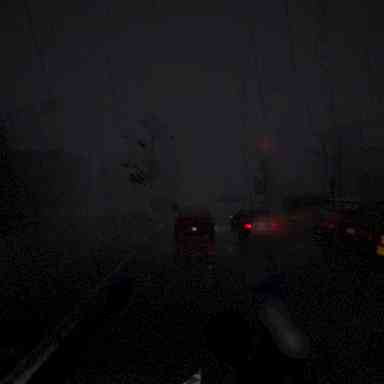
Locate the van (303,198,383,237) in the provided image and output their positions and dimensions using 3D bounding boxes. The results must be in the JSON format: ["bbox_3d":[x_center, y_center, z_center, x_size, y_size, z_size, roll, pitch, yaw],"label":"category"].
[{"bbox_3d":[7.969,1.281,16.125,4.442,1.987,1.878,1,0,-20],"label":"van"}]

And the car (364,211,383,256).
[{"bbox_3d":[8.247,1.497,10.268,5.366,1.575,1.946,1,0,-20],"label":"car"}]

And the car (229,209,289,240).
[{"bbox_3d":[3.105,1.567,17.201,2.033,1.411,5.357,0,0,0],"label":"car"}]

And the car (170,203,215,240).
[{"bbox_3d":[0.104,1.497,16.996,1.882,1.535,5.008,0,-1,0],"label":"car"}]

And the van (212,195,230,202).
[{"bbox_3d":[7.991,1.855,92.235,4.442,1.987,1.878,1,-1,-20],"label":"van"}]

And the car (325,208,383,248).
[{"bbox_3d":[8.100,1.533,13.198,4.792,1.488,2.163,1,0,-20],"label":"car"}]

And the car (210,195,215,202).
[{"bbox_3d":[8.127,1.882,89.307,4.553,1.767,2.185,1,-1,-20],"label":"car"}]

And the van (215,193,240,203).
[{"bbox_3d":[7.984,1.326,71.394,4.442,1.987,1.878,1,-1,-20],"label":"van"}]

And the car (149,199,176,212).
[{"bbox_3d":[-3.518,1.594,40.267,2.128,1.511,4.902,0,-1,-32],"label":"car"}]

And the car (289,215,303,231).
[{"bbox_3d":[7.903,1.509,19.084,5.366,1.575,1.946,1,0,-20],"label":"car"}]
